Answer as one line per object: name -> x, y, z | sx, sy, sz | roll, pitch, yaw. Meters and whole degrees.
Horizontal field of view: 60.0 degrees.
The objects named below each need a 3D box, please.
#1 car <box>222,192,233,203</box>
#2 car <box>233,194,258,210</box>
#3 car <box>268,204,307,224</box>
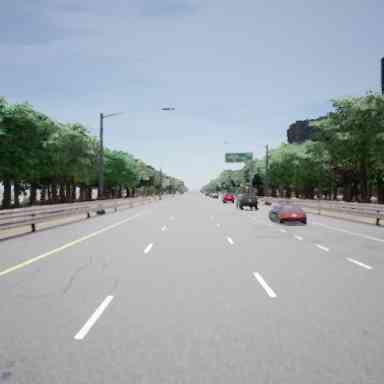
car -> 7.257, 1.207, 66.829 | 2.150, 2.045, 5.566 | 0, 0, 0
car -> 7.112, 1.222, 43.289 | 2.150, 2.045, 5.566 | 0, 0, 0
car -> 7.040, 1.569, 24.817 | 1.994, 1.385, 4.181 | 0, 0, 0
